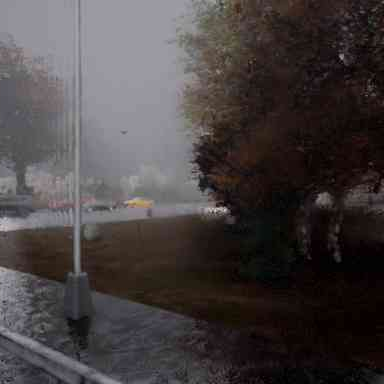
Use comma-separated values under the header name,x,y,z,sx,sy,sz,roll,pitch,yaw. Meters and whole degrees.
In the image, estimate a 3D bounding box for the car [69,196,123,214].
name,x,y,z,sx,sy,sz,roll,pitch,yaw
car,-10.638,1.559,37.081,2.128,1.511,4.902,0,0,38

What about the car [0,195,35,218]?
name,x,y,z,sx,sy,sz,roll,pitch,yaw
car,-16.814,1.302,29.327,2.150,2.045,5.566,0,0,39

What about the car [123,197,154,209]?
name,x,y,z,sx,sy,sz,roll,pitch,yaw
car,-7.536,1.522,46.737,1.882,1.535,5.008,0,0,38

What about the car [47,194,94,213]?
name,x,y,z,sx,sy,sz,roll,pitch,yaw
car,-13.827,1.300,38.687,2.150,2.045,5.566,0,0,38
